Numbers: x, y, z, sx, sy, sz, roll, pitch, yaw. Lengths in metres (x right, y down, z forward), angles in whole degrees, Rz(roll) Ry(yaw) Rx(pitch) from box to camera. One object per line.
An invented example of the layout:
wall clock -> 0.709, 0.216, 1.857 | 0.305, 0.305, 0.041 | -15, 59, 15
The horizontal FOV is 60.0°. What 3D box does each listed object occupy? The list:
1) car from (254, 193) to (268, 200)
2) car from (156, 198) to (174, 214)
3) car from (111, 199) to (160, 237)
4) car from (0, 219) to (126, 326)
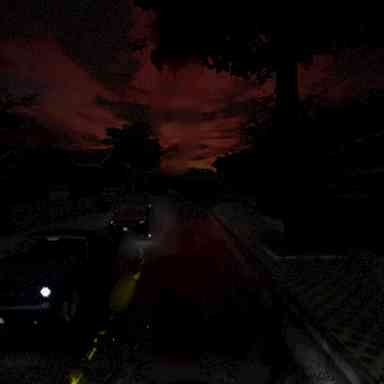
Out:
car -> 15.333, 0.926, 72.338 | 2.097, 1.767, 4.553 | 0, 0, 40
car -> -2.796, 1.239, 30.330 | 1.895, 1.301, 4.718 | 0, 1, 2
car -> -2.911, 1.326, 16.992 | 1.812, 1.442, 4.674 | 0, 1, 1
car -> -2.878, 1.524, 7.016 | 1.895, 1.301, 4.718 | 0, 1, 0
